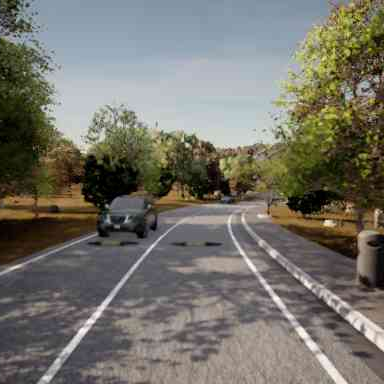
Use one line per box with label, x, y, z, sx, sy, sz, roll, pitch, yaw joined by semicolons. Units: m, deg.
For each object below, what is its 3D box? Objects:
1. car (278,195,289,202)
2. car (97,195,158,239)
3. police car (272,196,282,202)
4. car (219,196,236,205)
car;24.260;1.628;88.261;2.097;1.767;4.553;2;1;22
car;-3.174;1.183;17.592;2.150;2.045;5.566;0;0;4
police car;20.197;1.658;79.104;1.930;1.638;5.238;2;1;25
car;6.379;1.492;59.635;2.033;1.411;5.357;2;1;22
